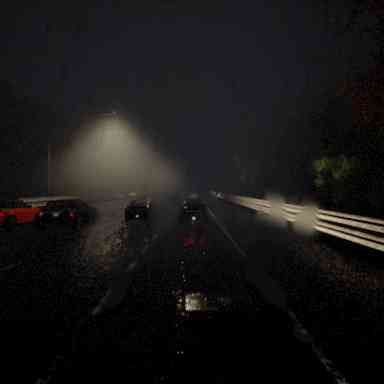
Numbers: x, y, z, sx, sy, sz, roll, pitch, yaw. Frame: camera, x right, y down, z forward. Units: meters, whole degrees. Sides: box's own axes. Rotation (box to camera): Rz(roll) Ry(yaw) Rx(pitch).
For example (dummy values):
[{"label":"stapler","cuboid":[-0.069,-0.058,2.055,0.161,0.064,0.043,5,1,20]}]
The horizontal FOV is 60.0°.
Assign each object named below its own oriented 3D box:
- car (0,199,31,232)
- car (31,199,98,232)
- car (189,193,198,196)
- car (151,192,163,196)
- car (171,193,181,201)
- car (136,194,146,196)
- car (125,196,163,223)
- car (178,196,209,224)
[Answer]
[{"label":"car","cuboid":[-10.395,1.168,18.951,2.097,1.767,4.553,0,0,0]},{"label":"car","cuboid":[-6.894,1.167,18.966,2.097,1.767,4.553,0,0,0]},{"label":"car","cuboid":[0.369,0.896,66.369,1.812,1.442,4.674,0,0,0]},{"label":"car","cuboid":[-6.654,0.753,63.287,2.097,1.767,4.553,0,1,0]},{"label":"car","cuboid":[-3.137,0.928,65.244,2.033,1.411,5.357,0,0,0]},{"label":"car","cuboid":[-10.133,0.975,65.982,1.895,1.301,4.718,0,0,0]},{"label":"car","cuboid":[-3.385,1.269,23.063,2.128,1.511,4.902,0,1,0]},{"label":"car","cuboid":[0.113,1.289,22.502,1.837,1.490,4.892,0,1,0]}]
